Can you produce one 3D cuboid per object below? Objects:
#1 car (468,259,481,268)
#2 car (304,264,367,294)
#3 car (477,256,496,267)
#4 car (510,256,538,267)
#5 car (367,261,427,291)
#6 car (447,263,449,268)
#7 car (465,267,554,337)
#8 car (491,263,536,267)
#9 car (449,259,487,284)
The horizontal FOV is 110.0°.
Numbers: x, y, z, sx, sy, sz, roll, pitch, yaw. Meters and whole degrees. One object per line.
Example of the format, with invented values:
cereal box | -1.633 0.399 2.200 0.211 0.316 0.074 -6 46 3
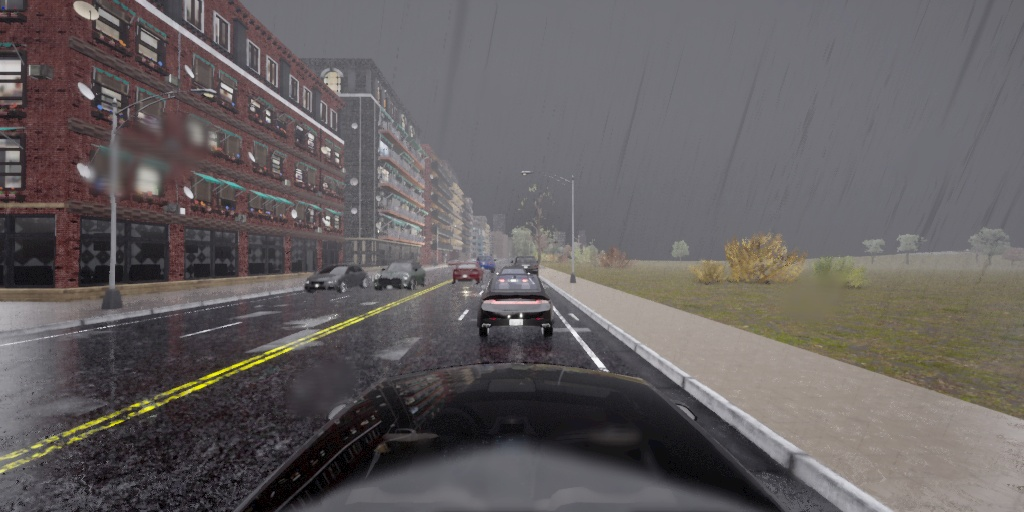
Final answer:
car | -6.678 1.277 63.623 1.812 1.442 4.674 0 0 0
car | -9.886 1.257 20.584 1.837 1.490 4.892 0 0 0
car | -3.239 0.976 44.184 2.150 2.045 5.566 0 0 1
car | 1.082 0.979 30.952 2.150 2.045 5.566 0 0 0
car | -6.638 1.105 21.667 2.097 1.767 4.553 0 0 0
car | -9.932 1.352 62.094 1.895 1.301 4.718 0 0 0
car | 0.085 1.243 10.300 2.128 1.511 4.902 0 0 0
car | 0.068 1.300 20.740 2.033 1.411 5.357 0 0 0
car | -3.198 1.231 26.820 1.882 1.535 5.008 0 0 0
